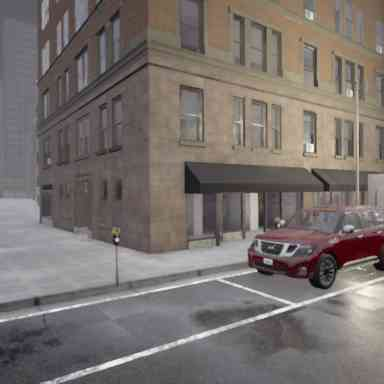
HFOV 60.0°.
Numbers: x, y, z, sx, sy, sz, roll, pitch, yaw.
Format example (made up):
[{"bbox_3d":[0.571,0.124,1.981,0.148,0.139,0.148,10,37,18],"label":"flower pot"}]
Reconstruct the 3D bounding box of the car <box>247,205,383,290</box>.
[{"bbox_3d":[3.829,1.317,9.286,5.009,1.841,2.192,0,-1,-36],"label":"car"}]
